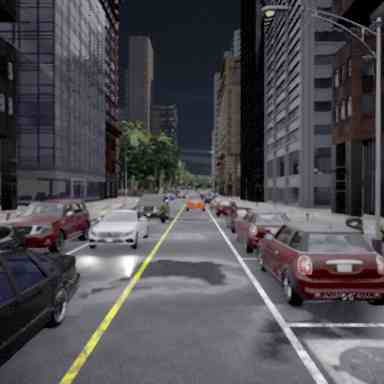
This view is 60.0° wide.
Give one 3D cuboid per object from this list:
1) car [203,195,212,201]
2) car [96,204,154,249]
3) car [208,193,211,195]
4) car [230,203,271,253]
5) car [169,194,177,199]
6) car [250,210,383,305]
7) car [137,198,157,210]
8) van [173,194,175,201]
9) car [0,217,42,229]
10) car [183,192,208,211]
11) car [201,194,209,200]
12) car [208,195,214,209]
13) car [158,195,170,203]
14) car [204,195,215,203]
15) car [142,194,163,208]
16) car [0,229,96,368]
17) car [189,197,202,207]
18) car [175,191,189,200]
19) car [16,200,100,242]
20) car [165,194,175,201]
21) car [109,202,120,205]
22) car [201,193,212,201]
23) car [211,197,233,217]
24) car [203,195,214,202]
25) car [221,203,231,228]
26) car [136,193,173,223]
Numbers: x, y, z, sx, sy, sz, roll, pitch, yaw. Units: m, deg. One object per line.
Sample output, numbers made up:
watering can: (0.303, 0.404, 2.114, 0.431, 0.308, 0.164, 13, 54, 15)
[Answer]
car: (3.343, 1.306, 73.311, 1.752, 1.417, 4.829, 0, 0, 0)
car: (-2.990, 1.470, 14.437, 1.812, 1.442, 4.674, 0, 0, 0)
car: (2.764, 1.340, 51.720, 1.837, 1.490, 4.892, 0, 0, 0)
car: (2.860, 1.397, 13.468, 1.967, 1.590, 4.097, 0, 0, 0)
car: (-5.052, 1.305, 89.503, 1.802, 1.307, 4.206, 0, 0, 0)
car: (2.817, 1.416, 8.043, 1.967, 1.590, 4.097, 0, 0, 0)
car: (-5.446, 1.437, 40.670, 1.802, 1.307, 4.206, 0, 0, 0)
van: (-5.184, 1.108, 73.224, 1.690, 1.788, 3.998, 0, 0, 0)
car: (-5.708, 1.528, 8.115, 1.947, 1.339, 4.313, 0, 0, 0)
car: (0.403, 1.223, 38.378, 2.097, 1.767, 4.553, 0, 0, 0)
car: (3.473, 1.302, 89.417, 1.947, 1.339, 4.313, 0, 0, 0)
car: (3.080, 1.393, 40.762, 1.752, 1.417, 4.829, 0, 0, 0)
car: (-5.271, 1.340, 62.373, 1.887, 1.381, 4.507, 0, 0, 0)
car: (3.253, 1.353, 62.292, 1.887, 1.381, 4.507, 0, 0, 0)
car: (-5.403, 1.154, 46.095, 2.192, 1.841, 5.009, 0, 0, 0)
car: (-3.074, 1.528, 4.210, 2.033, 1.411, 5.357, 0, 0, 0)
car: (0.485, 1.441, 48.855, 1.895, 1.301, 4.718, 0, 0, 1)
car: (-2.380, 1.028, 77.809, 1.882, 1.535, 5.008, 0, 0, 0)
car: (-5.665, 1.258, 13.540, 2.192, 1.841, 5.009, 0, 0, 0)
car: (-5.140, 1.193, 78.651, 1.967, 1.590, 4.097, 0, 0, 0)
car: (-5.578, 1.432, 24.222, 1.752, 1.417, 4.829, 0, 0, 0)
car: (3.385, 1.082, 78.566, 2.192, 1.841, 5.009, 0, 0, 0)
car: (2.991, 1.447, 29.743, 1.887, 1.381, 4.507, 0, 0, 0)
car: (3.298, 1.346, 67.716, 2.008, 1.369, 4.403, 0, 0, 0)
car: (2.904, 1.520, 18.893, 1.802, 1.307, 4.206, 0, 0, 0)
car: (-2.892, 1.130, 25.078, 2.150, 2.045, 5.566, 0, 0, 0)
